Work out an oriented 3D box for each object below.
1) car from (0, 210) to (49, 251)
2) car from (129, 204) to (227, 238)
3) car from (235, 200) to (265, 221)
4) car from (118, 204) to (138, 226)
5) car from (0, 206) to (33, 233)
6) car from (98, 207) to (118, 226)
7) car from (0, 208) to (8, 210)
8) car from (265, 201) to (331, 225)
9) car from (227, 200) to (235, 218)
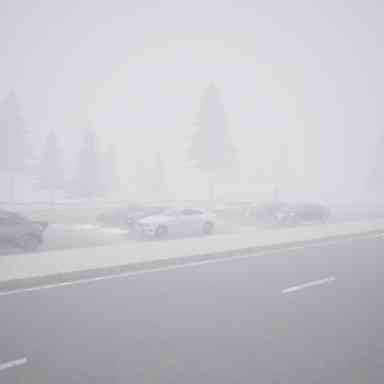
[{"bbox_3d":[-7.861,1.558,12.516,4.181,1.385,1.994,0,0,-36],"label":"car"},{"bbox_3d":[-0.675,1.514,17.622,4.674,1.442,1.812,0,0,-35],"label":"car"},{"bbox_3d":[6.199,1.469,26.763,4.902,1.511,2.128,0,0,-35],"label":"car"},{"bbox_3d":[-2.121,1.550,20.873,4.181,1.385,1.994,0,0,-35],"label":"car"},{"bbox_3d":[-11.380,1.556,18.605,4.181,1.385,1.994,0,0,-36],"label":"car"},{"bbox_3d":[-4.462,1.549,23.523,4.181,1.385,1.994,0,0,-36],"label":"car"},{"bbox_3d":[-9.446,1.594,15.678,4.718,1.301,1.895,0,0,-36],"label":"car"},{"bbox_3d":[7.858,1.472,23.648,4.902,1.511,2.128,0,0,-35],"label":"car"},{"bbox_3d":[4.097,1.455,29.561,5.008,1.535,1.882,0,0,-35],"label":"car"}]
